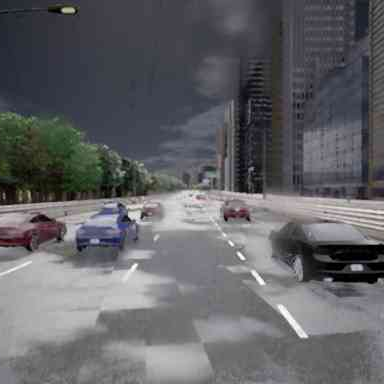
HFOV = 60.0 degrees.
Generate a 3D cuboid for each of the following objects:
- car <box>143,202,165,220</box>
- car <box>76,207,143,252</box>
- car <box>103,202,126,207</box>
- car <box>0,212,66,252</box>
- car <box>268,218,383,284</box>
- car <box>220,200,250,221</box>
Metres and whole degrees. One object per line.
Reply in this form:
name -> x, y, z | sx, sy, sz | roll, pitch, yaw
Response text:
car -> -3.437, 1.623, 29.552 | 1.812, 1.442, 4.674 | 0, 0, 0
car -> -3.409, 1.567, 13.968 | 1.812, 1.442, 4.674 | 0, 0, 0
car -> -6.938, 1.623, 29.579 | 1.812, 1.442, 4.674 | 0, 0, 0
car -> -6.908, 1.568, 13.951 | 1.812, 1.442, 4.674 | 0, 0, 0
car -> 3.591, 1.505, 9.712 | 1.882, 1.535, 5.008 | 0, 0, 0
car -> 3.565, 1.443, 28.266 | 2.097, 1.767, 4.553 | 0, 0, 0
